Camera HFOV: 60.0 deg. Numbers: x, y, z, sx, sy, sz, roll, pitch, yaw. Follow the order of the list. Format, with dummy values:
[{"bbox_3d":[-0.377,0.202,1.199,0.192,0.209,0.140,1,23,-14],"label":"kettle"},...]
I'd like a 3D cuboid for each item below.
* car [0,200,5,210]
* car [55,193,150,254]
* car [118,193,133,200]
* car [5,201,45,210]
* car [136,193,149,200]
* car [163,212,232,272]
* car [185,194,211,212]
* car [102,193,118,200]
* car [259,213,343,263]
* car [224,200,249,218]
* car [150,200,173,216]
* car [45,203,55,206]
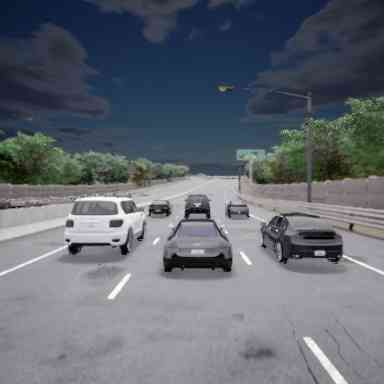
[{"bbox_3d":[-20.562,1.520,34.094,2.033,1.411,5.357,0,0,2],"label":"car"},{"bbox_3d":[-3.297,1.215,13.644,2.150,2.045,5.566,0,0,1],"label":"car"},{"bbox_3d":[-15.030,1.081,75.415,2.033,1.411,5.357,0,1,4],"label":"car"},{"bbox_3d":[-17.039,1.576,34.814,1.895,1.301,4.718,0,0,2],"label":"car"},{"bbox_3d":[-11.424,1.002,76.956,1.882,1.535,5.008,0,1,4],"label":"car"},{"bbox_3d":[0.175,1.561,10.873,1.994,1.385,4.181,0,0,1],"label":"car"},{"bbox_3d":[0.514,1.212,29.569,2.150,2.045,5.566,0,0,2],"label":"car"},{"bbox_3d":[-18.523,1.076,75.646,2.033,1.411,5.357,0,1,4],"label":"car"},{"bbox_3d":[3.685,1.503,11.945,1.837,1.490,4.892,0,0,1],"label":"car"},{"bbox_3d":[4.038,1.485,30.302,2.128,1.511,4.902,0,0,2],"label":"car"},{"bbox_3d":[-2.923,1.465,31.844,1.882,1.535,5.008,0,0,2],"label":"car"},{"bbox_3d":[-13.498,1.482,35.893,1.837,1.490,4.892,0,0,2],"label":"car"}]
